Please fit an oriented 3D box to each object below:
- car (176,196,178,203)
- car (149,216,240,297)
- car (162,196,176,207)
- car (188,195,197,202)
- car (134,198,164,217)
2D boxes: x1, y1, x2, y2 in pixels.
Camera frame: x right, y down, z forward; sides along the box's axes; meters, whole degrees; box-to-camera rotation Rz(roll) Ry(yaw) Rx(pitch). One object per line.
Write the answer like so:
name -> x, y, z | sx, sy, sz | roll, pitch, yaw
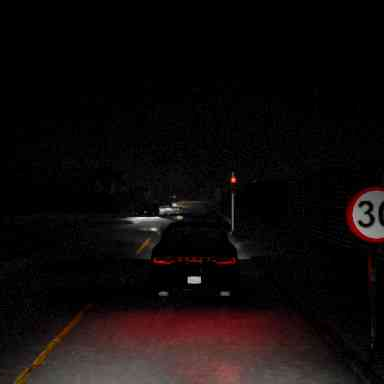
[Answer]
car -> -3.884, 1.493, 67.938 | 2.128, 1.511, 4.902 | 0, 0, 0
car -> 0.068, 1.478, 8.629 | 1.882, 1.535, 5.008 | 0, 0, 1
car -> -3.999, 1.490, 50.947 | 2.128, 1.511, 4.902 | 0, 0, 0
car -> 0.135, 1.339, 71.405 | 1.812, 1.442, 4.674 | 0, 0, 0
car -> -4.042, 1.564, 30.763 | 1.994, 1.385, 4.181 | 0, 0, 0
